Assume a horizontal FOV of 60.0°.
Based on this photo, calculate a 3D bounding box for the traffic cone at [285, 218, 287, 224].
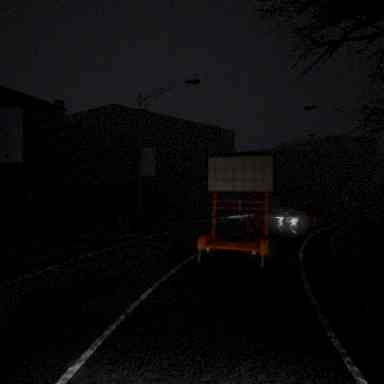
[{"bbox_3d":[6.545,1.937,23.483,0.340,0.580,0.340,1,0,25],"label":"traffic cone"}]

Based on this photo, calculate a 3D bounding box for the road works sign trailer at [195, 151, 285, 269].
[{"bbox_3d":[1.688,0.445,11.436,2.380,3.560,2.880,1,0,23],"label":"road works sign trailer"}]

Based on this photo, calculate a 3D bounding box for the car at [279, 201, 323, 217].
[{"bbox_3d":[10.306,1.524,31.203,5.357,1.411,2.033,0,1,-44],"label":"car"}]

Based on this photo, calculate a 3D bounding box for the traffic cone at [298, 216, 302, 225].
[{"bbox_3d":[7.455,1.952,23.068,0.340,0.580,0.340,1,0,25],"label":"traffic cone"}]

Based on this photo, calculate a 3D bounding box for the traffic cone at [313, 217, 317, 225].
[{"bbox_3d":[8.364,1.968,22.653,0.340,0.580,0.340,1,0,25],"label":"traffic cone"}]
